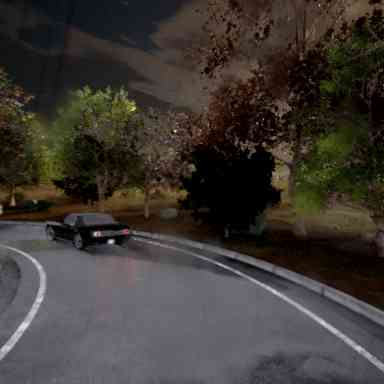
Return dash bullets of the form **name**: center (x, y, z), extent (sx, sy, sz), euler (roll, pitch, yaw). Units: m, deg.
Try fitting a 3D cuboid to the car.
- **car**: center (-4.533, 1.541, 14.092), extent (1.895, 1.301, 4.718), euler (1, 0, -43)
